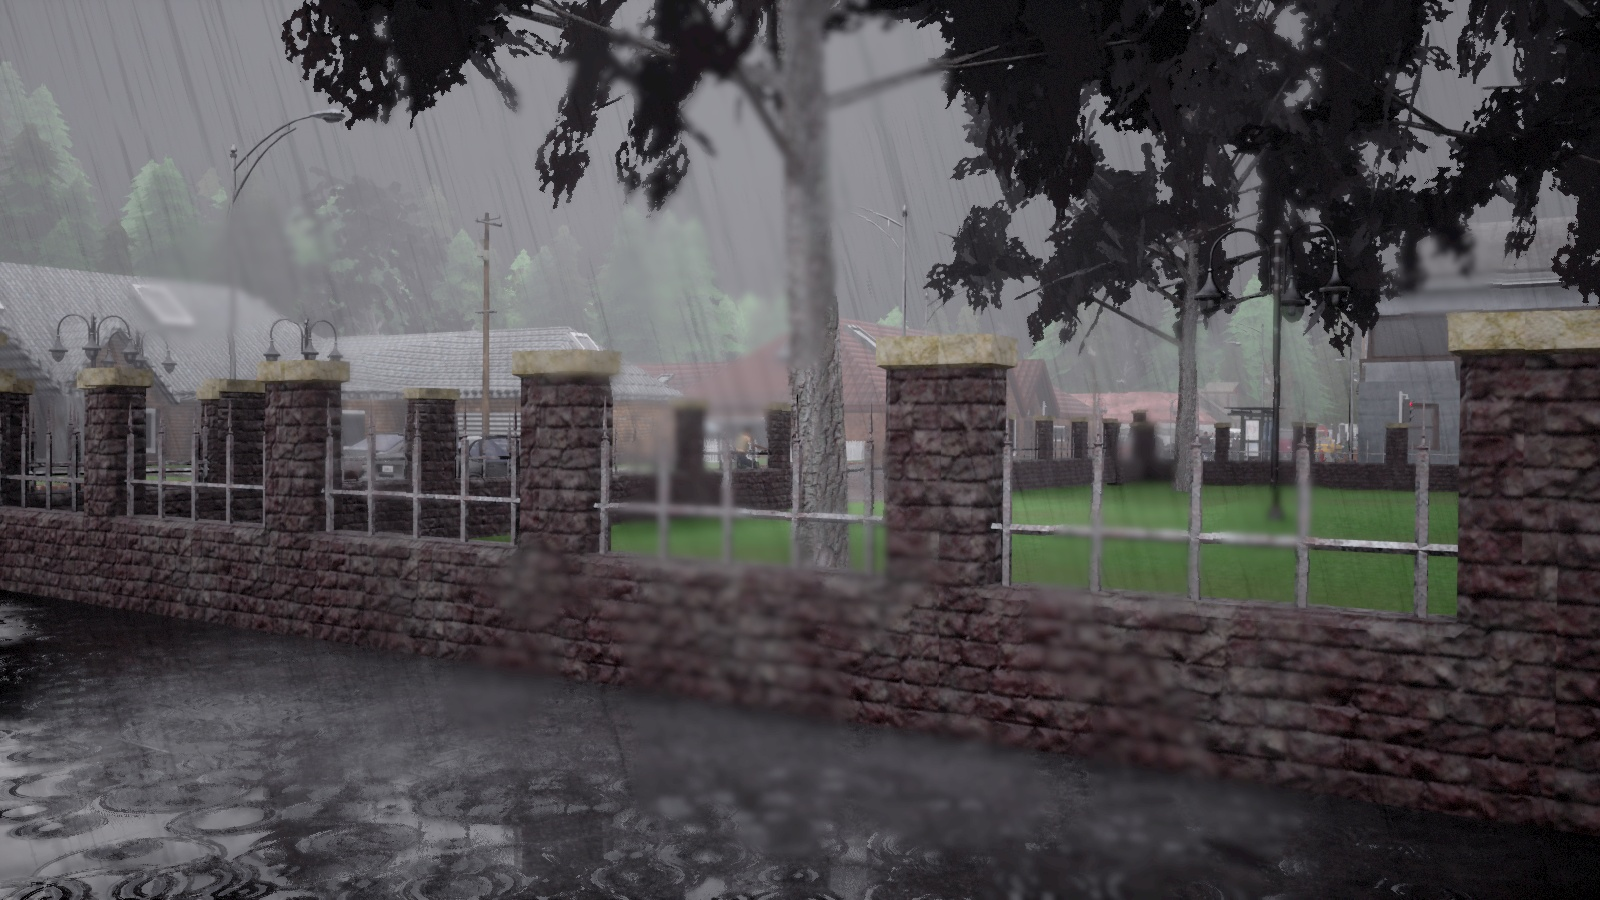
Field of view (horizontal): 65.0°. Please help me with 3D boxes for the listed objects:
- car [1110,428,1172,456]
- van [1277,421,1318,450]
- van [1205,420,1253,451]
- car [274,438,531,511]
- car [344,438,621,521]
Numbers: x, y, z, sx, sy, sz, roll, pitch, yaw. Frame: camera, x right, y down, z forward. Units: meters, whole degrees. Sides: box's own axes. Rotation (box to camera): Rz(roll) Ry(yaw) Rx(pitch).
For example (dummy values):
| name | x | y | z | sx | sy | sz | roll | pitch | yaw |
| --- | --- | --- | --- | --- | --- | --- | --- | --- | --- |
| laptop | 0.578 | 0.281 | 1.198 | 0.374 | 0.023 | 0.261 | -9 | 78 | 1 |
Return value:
| name | x | y | z | sx | sy | sz | roll | pitch | yaw |
| --- | --- | --- | --- | --- | --- | --- | --- | --- | --- |
| car | 19.229 | -0.460 | 70.638 | 2.007 | 1.525 | 4.514 | 0 | 1 | 34 |
| van | 34.197 | -1.003 | 86.217 | 1.775 | 1.987 | 4.442 | 0 | 1 | 33 |
| van | 29.586 | -0.994 | 86.478 | 2.069 | 2.038 | 4.480 | 0 | 1 | 33 |
| car | -8.695 | 0.475 | 28.017 | 2.033 | 1.411 | 5.357 | 0 | 1 | 33 |
| car | -6.040 | 0.496 | 24.689 | 2.033 | 1.411 | 5.357 | 0 | 1 | 32 |
